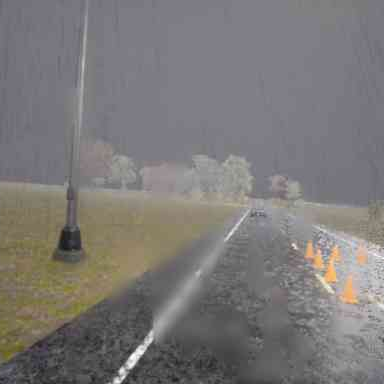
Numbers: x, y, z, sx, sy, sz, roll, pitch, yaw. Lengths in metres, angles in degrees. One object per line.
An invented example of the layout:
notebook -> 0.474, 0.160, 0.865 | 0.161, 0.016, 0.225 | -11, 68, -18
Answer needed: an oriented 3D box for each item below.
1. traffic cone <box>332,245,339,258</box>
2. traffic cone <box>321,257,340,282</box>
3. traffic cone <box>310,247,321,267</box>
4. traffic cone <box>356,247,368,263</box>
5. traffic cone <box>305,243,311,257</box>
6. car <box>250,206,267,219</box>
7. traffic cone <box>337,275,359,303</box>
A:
traffic cone -> 5.847, 2.441, 13.538 | 0.340, 0.580, 0.340 | 3, -1, 11
traffic cone -> 4.098, 2.299, 9.806 | 0.340, 0.580, 0.340 | 3, -1, 11
traffic cone -> 4.483, 2.343, 11.768 | 0.340, 0.580, 0.340 | 3, -1, 11
traffic cone -> 6.827, 2.494, 13.344 | 0.340, 0.580, 0.340 | 3, -1, 11
traffic cone -> 4.868, 2.387, 13.730 | 0.340, 0.580, 0.340 | 3, -1, 11
car -> 8.253, 2.496, 41.321 | 1.994, 1.385, 4.181 | 3, -1, 11
traffic cone -> 3.713, 2.255, 7.844 | 0.340, 0.580, 0.340 | 3, -1, 11
